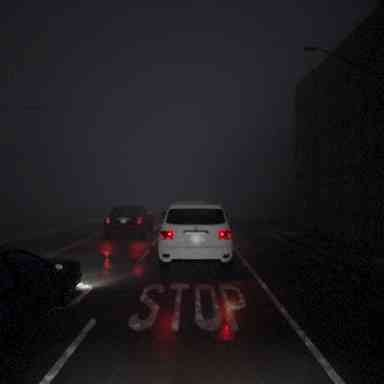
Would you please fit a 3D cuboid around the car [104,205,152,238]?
[{"bbox_3d":[-3.388,1.486,18.592,2.097,1.767,4.553,0,0,0],"label":"car"}]

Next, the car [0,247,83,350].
[{"bbox_3d":[-3.398,1.585,5.124,2.033,1.411,5.357,0,0,0],"label":"car"}]

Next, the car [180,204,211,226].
[{"bbox_3d":[0.365,1.715,26.167,1.812,1.442,4.674,-1,-1,8],"label":"car"}]

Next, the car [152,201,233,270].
[{"bbox_3d":[0.108,1.307,11.463,2.150,2.045,5.566,0,0,0],"label":"car"}]
